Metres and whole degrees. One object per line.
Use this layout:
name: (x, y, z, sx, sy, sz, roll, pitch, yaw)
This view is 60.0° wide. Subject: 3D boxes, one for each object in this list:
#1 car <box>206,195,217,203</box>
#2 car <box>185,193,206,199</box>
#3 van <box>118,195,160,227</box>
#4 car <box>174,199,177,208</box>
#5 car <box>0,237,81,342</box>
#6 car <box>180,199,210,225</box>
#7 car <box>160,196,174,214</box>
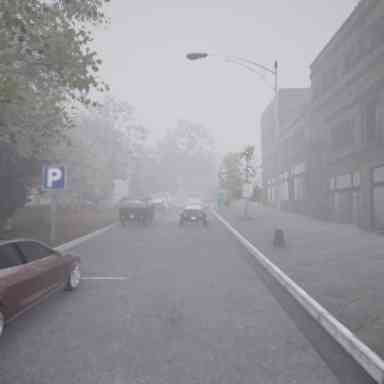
car: (3.382, 1.433, 67.015, 2.231, 1.521, 4.892, -2, -1, 29)
car: (0.318, 1.101, 42.483, 2.150, 2.045, 5.566, 0, 0, 3)
van: (-3.637, 1.246, 22.798, 1.878, 1.987, 4.442, 1, 0, 2)
car: (-3.420, 1.275, 39.761, 2.185, 1.767, 4.553, -1, 1, 2)
car: (-3.650, 1.515, 5.995, 2.163, 1.488, 4.792, 0, 0, 2)
car: (0.089, 1.513, 24.044, 1.812, 1.442, 4.674, 0, 0, 0)
car: (-3.419, 1.434, 34.052, 2.231, 1.521, 4.892, 0, 0, 2)
